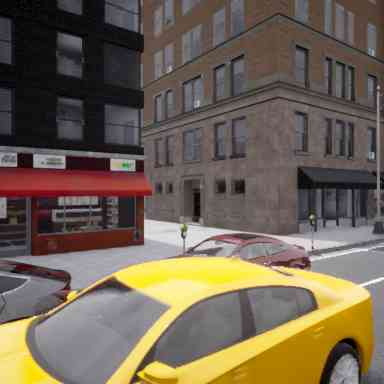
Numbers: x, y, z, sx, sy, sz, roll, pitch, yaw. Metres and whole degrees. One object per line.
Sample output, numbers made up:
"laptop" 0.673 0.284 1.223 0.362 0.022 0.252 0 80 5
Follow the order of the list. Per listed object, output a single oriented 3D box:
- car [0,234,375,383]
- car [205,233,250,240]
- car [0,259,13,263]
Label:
"car" -0.194 1.477 3.238 5.008 1.535 1.882 0 0 -35
"car" 0.851 1.582 7.137 4.206 1.307 1.802 0 0 -35
"car" -3.630 1.566 3.945 4.313 1.339 1.947 0 0 -35
